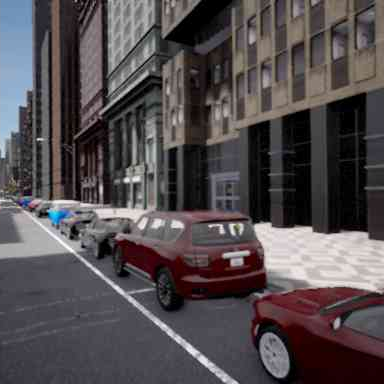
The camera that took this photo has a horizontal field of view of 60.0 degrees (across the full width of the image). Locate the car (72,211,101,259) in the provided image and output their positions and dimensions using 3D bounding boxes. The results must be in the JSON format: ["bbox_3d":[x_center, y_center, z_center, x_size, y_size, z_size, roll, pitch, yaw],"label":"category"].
[{"bbox_3d":[-3.144,1.628,12.892,1.947,1.339,4.313,0,0,-29],"label":"car"}]

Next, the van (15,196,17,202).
[{"bbox_3d":[-39.147,1.908,76.713,1.690,1.788,3.998,0,0,-29],"label":"van"}]

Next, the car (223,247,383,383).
[{"bbox_3d":[2.395,1.533,3.073,1.887,1.381,4.507,0,0,-29],"label":"car"}]

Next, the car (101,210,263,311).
[{"bbox_3d":[-0.376,1.340,7.984,2.192,1.841,5.009,0,0,-29],"label":"car"}]

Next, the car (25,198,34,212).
[{"bbox_3d":[-19.760,1.829,42.348,1.887,1.381,4.507,0,0,-29],"label":"car"}]

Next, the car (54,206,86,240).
[{"bbox_3d":[-5.913,1.665,17.801,1.947,1.339,4.313,0,0,-29],"label":"car"}]

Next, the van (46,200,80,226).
[{"bbox_3d":[-8.684,1.477,22.711,1.690,1.788,3.998,0,0,-29],"label":"van"}]

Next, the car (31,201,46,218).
[{"bbox_3d":[-14.221,1.776,32.529,1.947,1.339,4.313,0,0,-29],"label":"car"}]

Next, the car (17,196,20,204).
[{"bbox_3d":[-30.839,1.757,61.986,2.192,1.841,5.009,0,0,-29],"label":"car"}]

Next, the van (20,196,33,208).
[{"bbox_3d":[-28.070,1.743,57.077,1.690,1.788,3.998,0,0,-29],"label":"van"}]
